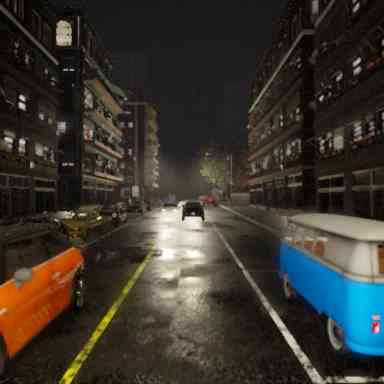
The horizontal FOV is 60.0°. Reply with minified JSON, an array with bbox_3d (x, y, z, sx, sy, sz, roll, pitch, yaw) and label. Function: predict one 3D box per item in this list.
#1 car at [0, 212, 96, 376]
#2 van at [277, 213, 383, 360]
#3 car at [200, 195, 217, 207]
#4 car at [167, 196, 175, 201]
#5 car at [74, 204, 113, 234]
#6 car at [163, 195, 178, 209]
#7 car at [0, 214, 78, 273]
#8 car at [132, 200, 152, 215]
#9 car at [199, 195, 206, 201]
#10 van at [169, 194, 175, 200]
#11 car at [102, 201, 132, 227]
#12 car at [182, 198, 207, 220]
[{"bbox_3d":[-3.101,1.354,4.627,2.097,1.767,4.553,0,0,0],"label":"car"},{"bbox_3d":[2.705,1.344,5.777,1.690,1.788,3.998,1,0,0],"label":"van"},{"bbox_3d":[2.698,1.351,51.255,2.192,1.841,5.009,1,0,0],"label":"car"},{"bbox_3d":[-5.694,1.660,89.289,1.802,1.307,4.206,1,0,0],"label":"car"},{"bbox_3d":[-5.646,1.535,16.914,1.752,1.417,4.829,1,0,0],"label":"car"},{"bbox_3d":[-3.009,1.514,47.190,1.882,1.535,5.008,0,0,0],"label":"car"},{"bbox_3d":[-5.646,1.572,11.399,1.947,1.339,4.313,1,0,0],"label":"car"},{"bbox_3d":[-5.650,1.572,34.138,2.008,1.369,4.403,1,0,0],"label":"car"},{"bbox_3d":[2.687,1.604,89.455,1.752,1.417,4.829,1,0,0],"label":"car"},{"bbox_3d":[-5.690,1.426,94.828,1.690,1.788,3.998,1,0,0],"label":"van"},{"bbox_3d":[-5.646,1.454,22.770,1.967,1.590,4.097,1,0,0],"label":"car"},{"bbox_3d":[0.091,1.543,28.199,1.812,1.442,4.674,0,0,0],"label":"car"}]
